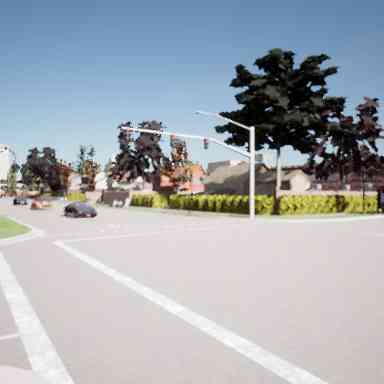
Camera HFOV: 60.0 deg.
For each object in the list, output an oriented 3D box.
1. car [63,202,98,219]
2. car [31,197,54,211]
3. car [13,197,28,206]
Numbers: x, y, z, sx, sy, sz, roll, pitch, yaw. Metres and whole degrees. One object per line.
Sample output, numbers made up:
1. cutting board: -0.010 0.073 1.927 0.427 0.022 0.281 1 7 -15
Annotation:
1. car: -10.504 1.661 31.085 2.033 1.411 5.357 0 0 -35
2. car: -19.931 1.501 44.353 2.097 1.767 4.553 0 0 -35
3. car: -31.029 1.699 60.111 2.128 1.511 4.902 0 0 -35
